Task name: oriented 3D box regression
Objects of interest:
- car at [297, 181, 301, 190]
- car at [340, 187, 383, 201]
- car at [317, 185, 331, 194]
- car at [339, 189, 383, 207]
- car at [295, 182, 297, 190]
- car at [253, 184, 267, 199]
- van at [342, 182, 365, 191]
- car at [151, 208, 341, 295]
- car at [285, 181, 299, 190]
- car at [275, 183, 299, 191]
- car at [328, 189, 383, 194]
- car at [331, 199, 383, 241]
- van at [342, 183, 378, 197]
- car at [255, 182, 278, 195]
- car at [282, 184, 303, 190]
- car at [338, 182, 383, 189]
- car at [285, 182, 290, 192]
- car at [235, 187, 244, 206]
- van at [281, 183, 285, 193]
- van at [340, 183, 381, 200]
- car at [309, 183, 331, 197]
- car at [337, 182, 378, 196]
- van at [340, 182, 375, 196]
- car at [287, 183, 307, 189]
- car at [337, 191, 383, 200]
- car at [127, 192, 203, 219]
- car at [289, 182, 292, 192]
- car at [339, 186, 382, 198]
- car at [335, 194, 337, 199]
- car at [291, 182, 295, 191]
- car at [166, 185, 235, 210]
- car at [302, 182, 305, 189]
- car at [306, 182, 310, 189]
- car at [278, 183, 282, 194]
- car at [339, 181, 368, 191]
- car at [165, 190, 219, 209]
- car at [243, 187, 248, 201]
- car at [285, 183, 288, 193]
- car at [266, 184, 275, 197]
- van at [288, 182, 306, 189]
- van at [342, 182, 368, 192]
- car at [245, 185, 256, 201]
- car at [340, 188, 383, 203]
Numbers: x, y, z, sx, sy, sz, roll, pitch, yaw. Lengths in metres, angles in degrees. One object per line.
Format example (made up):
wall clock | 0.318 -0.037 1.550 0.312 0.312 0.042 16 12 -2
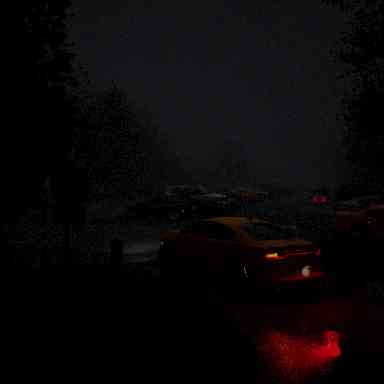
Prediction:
car | 19.483 -0.957 70.230 5.366 1.575 1.946 1 2 24
car | 20.165 0.209 39.433 4.792 1.488 2.163 1 2 24
car | 22.543 -0.463 56.776 1.882 1.535 5.008 1 2 24
car | 16.699 0.534 31.893 4.792 1.488 2.163 1 3 24
car | 17.375 -0.767 65.094 4.892 1.521 2.231 1 2 24
car | 5.839 0.174 40.003 5.366 1.575 1.946 1 3 24
van | 36.242 -1.335 74.828 4.442 1.987 1.878 1 2 24
car | 0.914 1.374 8.545 1.882 1.535 5.008 2 -1 -31
car | 18.504 -0.859 67.628 4.892 1.521 2.231 1 2 24
car | 20.765 -1.169 72.692 4.553 1.767 2.185 1 2 24
car | 13.139 0.845 24.390 5.366 1.575 1.946 1 3 24
car | 8.798 1.307 14.338 5.008 1.535 2.097 1 3 24
van | 23.661 -0.327 46.955 4.442 1.987 1.878 1 2 24
car | 9.408 -0.251 47.378 4.553 1.767 2.185 1 2 24
car | 24.220 -1.277 80.271 4.674 1.452 2.002 1 2 24
car | 15.611 0.370 29.336 5.566 2.045 2.435 1 3 24
car | 13.918 -0.465 57.522 4.792 1.488 2.163 1 2 24
car | 1.562 0.644 29.629 5.366 1.575 1.946 1 3 24
van | 11.768 -0.535 52.395 4.442 1.987 1.878 1 2 24
van | 21.172 -0.145 41.986 4.442 1.987 1.878 1 2 24
car | 18.309 -0.110 47.396 2.128 1.511 4.902 1 2 24
car | 25.807 -0.537 52.060 5.566 2.045 2.435 1 2 24
van | 24.587 -0.422 49.574 4.442 1.987 1.878 1 2 24
car | 27.658 -1.531 87.824 4.792 1.488 2.163 1 2 24
car | 9.971 1.067 16.841 4.553 1.767 2.185 1 3 24
car | -2.058 1.020 22.134 4.792 1.488 2.163 1 3 24
car | 15.059 -0.557 60.051 4.792 1.488 2.163 1 2 24
car | 22.421 -0.012 44.486 5.008 1.535 2.097 1 2 24
car | 11.004 1.111 19.282 4.792 1.488 2.163 1 3 24
car | 16.058 -0.683 62.644 5.366 1.575 1.946 1 2 24
car | 0.277 0.510 27.154 5.566 2.045 2.435 1 3 24
car | 23.071 -1.226 77.744 5.008 1.535 2.097 1 2 24
car | 26.527 -1.751 85.308 5.566 2.045 2.435 1 2 24
car | 10.547 -0.190 49.911 4.792 1.488 2.163 1 2 24
car | 34.970 -1.271 72.363 5.566 2.045 2.435 1 2 24
car | -0.885 0.876 24.647 5.008 1.535 2.097 1 3 24
car | 2.540 0.530 32.231 4.892 1.521 2.231 1 3 24
car | 12.776 -0.374 54.993 4.792 1.488 2.163 1 2 24
car | 7.268 0.075 42.267 5.366 1.575 1.946 1 3 24
van | 28.670 -1.836 90.414 4.442 1.987 1.878 1 1 24
van | 31.686 -0.970 64.734 4.442 1.987 1.878 1 2 24
car | 3.507 0.407 34.837 5.366 1.575 1.946 1 3 24
car | 19.080 0.308 37.029 4.792 1.488 2.163 1 3 24
